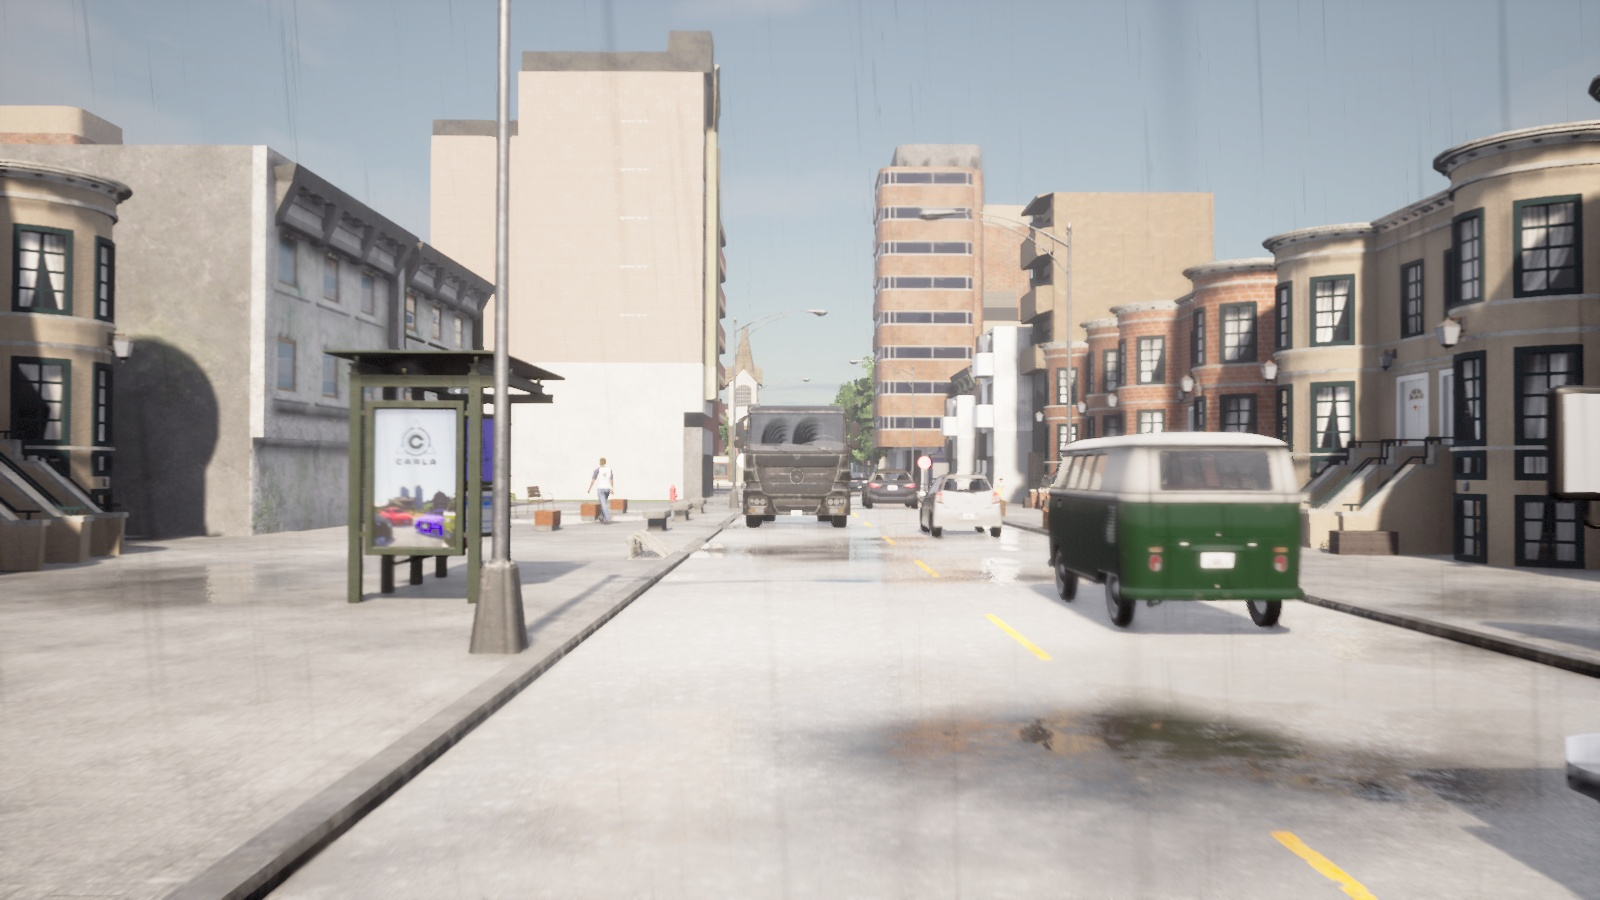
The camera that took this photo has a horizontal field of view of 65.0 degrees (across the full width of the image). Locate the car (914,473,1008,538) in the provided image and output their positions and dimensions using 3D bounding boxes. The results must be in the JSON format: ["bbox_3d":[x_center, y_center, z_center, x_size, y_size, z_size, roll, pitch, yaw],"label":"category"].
[{"bbox_3d":[3.928,1.334,31.106,1.845,1.501,3.633,0,-1,0],"label":"car"}]

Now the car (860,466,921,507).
[{"bbox_3d":[3.848,1.551,54.213,2.242,1.667,4.611,0,-1,0],"label":"car"}]

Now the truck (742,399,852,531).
[{"bbox_3d":[-0.091,0.452,36.996,2.891,3.462,7.936,0,-1,0],"label":"truck"}]

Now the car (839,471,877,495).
[{"bbox_3d":[3.707,2.114,81.144,2.128,1.511,4.902,0,-1,-1],"label":"car"}]

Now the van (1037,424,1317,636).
[{"bbox_3d":[3.967,0.787,14.056,1.775,1.987,4.442,0,-1,0],"label":"van"}]

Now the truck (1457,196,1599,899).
[{"bbox_3d":[3.993,0.353,2.482,2.627,2.467,5.204,0,-1,0],"label":"truck"}]

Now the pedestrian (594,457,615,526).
[{"bbox_3d":[-5.274,1.112,33.872,0.354,1.836,0.706,0,-1,-29],"label":"pedestrian"}]
